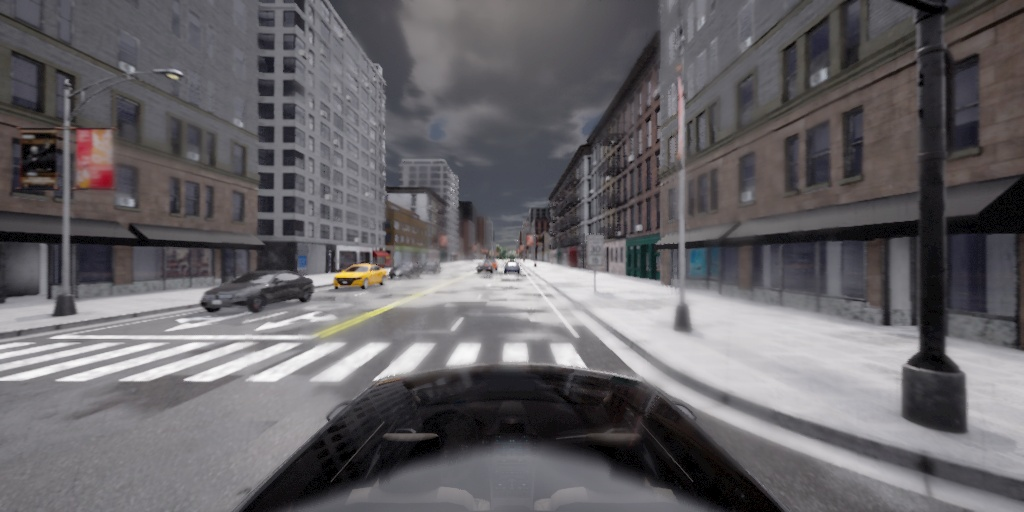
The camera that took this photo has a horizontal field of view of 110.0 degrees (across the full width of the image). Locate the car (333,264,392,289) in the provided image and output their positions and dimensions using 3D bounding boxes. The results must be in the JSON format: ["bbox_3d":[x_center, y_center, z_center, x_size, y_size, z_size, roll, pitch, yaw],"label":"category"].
[{"bbox_3d":[-9.835,1.280,23.582,1.882,1.535,5.008,0,0,0],"label":"car"}]

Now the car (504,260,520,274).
[{"bbox_3d":[0.015,1.413,43.794,1.994,1.385,4.181,0,0,0],"label":"car"}]

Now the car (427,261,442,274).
[{"bbox_3d":[-9.785,1.372,43.412,1.812,1.442,4.674,0,0,0],"label":"car"}]

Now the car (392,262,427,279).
[{"bbox_3d":[-9.829,1.316,33.394,2.128,1.511,4.902,0,0,0],"label":"car"}]

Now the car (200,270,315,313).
[{"bbox_3d":[-9.840,1.306,14.386,1.812,1.442,4.674,0,0,2],"label":"car"}]

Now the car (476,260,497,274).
[{"bbox_3d":[-3.235,1.450,43.825,1.895,1.301,4.718,0,0,0],"label":"car"}]

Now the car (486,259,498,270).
[{"bbox_3d":[-3.229,1.222,54.045,2.097,1.767,4.553,0,0,0],"label":"car"}]
